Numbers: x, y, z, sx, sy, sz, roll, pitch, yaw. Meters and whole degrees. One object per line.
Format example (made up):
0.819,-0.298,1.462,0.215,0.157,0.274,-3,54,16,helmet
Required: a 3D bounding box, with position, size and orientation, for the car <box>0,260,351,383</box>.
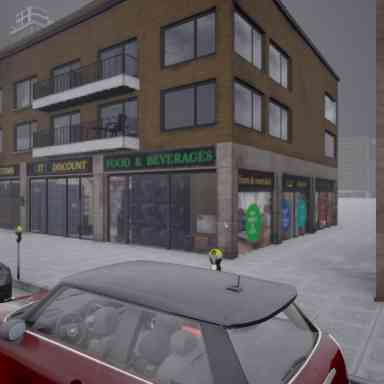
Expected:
-0.706,1.440,3.308,4.097,1.590,1.967,0,0,35,car
